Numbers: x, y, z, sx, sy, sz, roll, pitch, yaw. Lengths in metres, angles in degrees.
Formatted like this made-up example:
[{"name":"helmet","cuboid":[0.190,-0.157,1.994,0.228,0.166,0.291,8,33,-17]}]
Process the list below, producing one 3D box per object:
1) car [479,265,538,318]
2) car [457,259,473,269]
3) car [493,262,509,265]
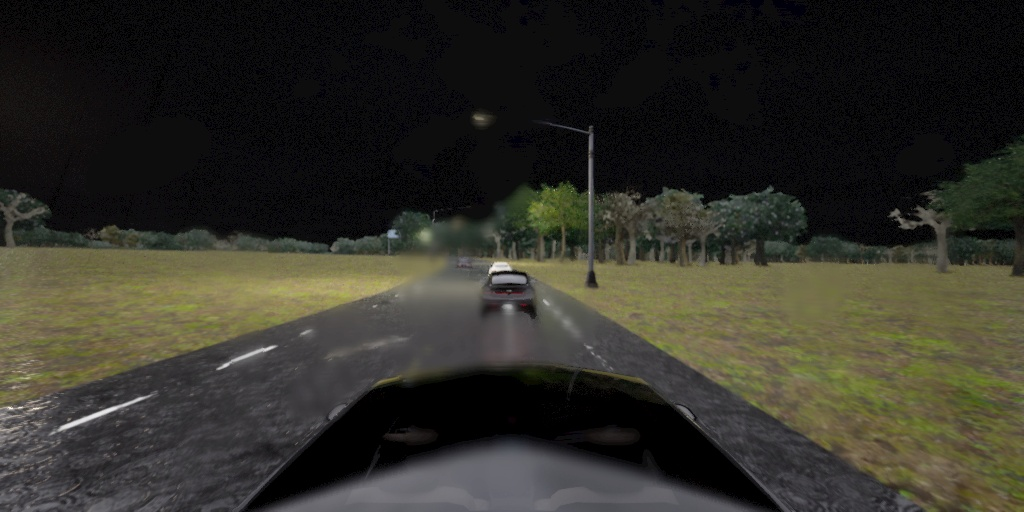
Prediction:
[{"name":"car","cuboid":[-0.125,1.265,13.026,1.837,1.490,4.892,0,1,-1]},{"name":"car","cuboid":[-6.440,1.097,49.120,1.994,1.385,4.181,0,1,-7]},{"name":"car","cuboid":[-0.890,1.238,28.987,1.812,1.442,4.674,0,0,-3]}]
